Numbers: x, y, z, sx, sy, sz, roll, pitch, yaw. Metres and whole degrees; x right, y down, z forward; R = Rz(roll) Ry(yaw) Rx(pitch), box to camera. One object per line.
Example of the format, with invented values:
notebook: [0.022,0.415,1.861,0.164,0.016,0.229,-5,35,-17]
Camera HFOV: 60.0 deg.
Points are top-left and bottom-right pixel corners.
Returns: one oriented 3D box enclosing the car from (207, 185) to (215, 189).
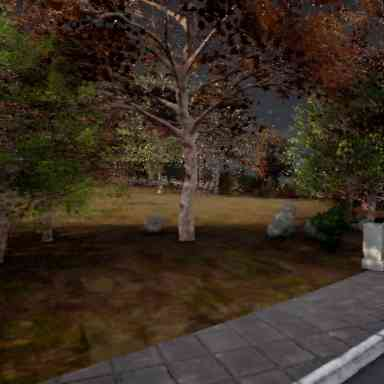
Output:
car: [6.295,-1.396,91.729,2.231,1.521,4.892,4,1,19]

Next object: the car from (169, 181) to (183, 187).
car: [-4.173,-2.122,95.364,2.163,1.488,4.792,4,1,19]
